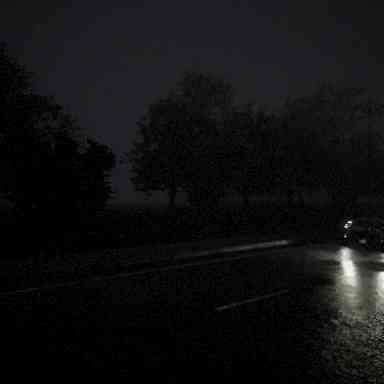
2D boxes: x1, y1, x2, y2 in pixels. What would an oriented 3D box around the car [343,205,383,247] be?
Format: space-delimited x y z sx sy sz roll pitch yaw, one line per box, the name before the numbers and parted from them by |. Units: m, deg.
car | 8.545 1.356 14.369 4.553 1.767 2.097 0 0 -35
